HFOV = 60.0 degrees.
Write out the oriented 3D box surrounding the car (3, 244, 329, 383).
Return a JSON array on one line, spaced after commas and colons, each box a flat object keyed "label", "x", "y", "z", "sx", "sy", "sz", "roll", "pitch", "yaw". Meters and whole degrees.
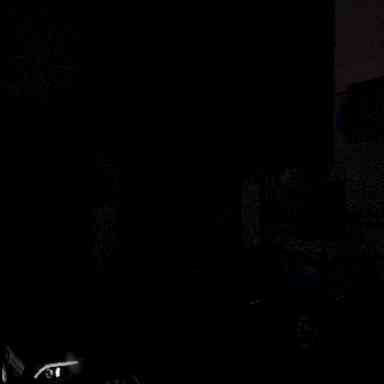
[{"label": "car", "x": 0.051, "y": 1.526, "z": 4.628, "sx": 4.674, "sy": 1.442, "sz": 1.812, "roll": 0, "pitch": 0, "yaw": -36}]
